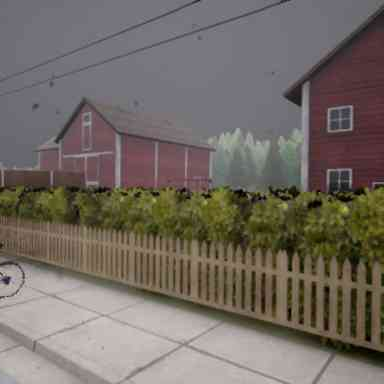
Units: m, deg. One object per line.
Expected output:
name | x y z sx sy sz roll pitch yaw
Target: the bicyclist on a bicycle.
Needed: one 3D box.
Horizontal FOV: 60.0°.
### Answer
bicyclist on a bicycle | -3.806 1.265 5.811 0.582 1.620 1.656 1 9 37
